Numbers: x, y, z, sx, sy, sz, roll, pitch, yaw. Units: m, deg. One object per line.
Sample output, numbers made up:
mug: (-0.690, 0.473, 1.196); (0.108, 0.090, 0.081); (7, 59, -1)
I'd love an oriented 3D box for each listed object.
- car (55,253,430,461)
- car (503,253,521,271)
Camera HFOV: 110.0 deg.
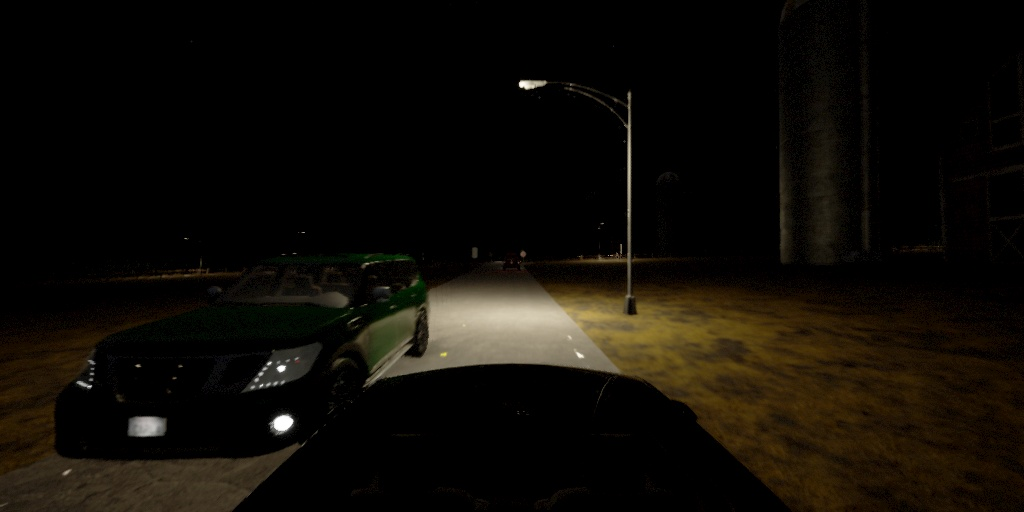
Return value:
car: (-2.828, 0.967, 5.550); (2.150, 2.045, 5.566); (0, 0, 0)
car: (-0.045, 0.816, 43.776); (2.097, 1.767, 4.553); (0, 0, 0)
